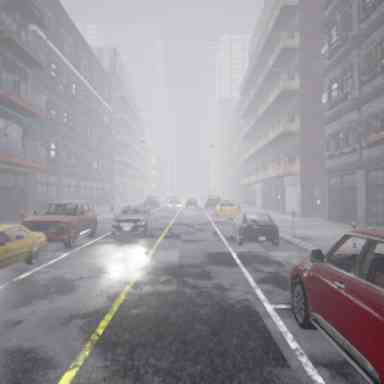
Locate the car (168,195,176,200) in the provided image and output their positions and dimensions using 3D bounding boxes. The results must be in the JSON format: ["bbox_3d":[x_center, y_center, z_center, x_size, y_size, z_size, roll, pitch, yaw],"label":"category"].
[{"bbox_3d":[-5.646,1.521,92.453,1.947,1.339,4.313,1,0,0],"label":"car"}]

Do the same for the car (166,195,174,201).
[{"bbox_3d":[-5.646,1.541,86.913,1.802,1.307,4.206,1,0,0],"label":"car"}]

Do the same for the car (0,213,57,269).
[{"bbox_3d":[-5.676,1.523,9.178,1.752,1.417,4.829,1,0,0],"label":"car"}]

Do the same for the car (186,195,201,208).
[{"bbox_3d":[0.027,1.530,47.647,2.033,1.411,5.357,0,0,1],"label":"car"}]

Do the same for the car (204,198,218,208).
[{"bbox_3d":[2.703,1.565,48.184,1.802,1.307,4.206,1,0,0],"label":"car"}]

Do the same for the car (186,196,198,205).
[{"bbox_3d":[-0.002,1.523,60.150,2.033,1.411,5.357,0,0,0],"label":"car"}]

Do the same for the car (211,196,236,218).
[{"bbox_3d":[2.999,1.446,29.511,1.801,1.575,5.366,0,0,0],"label":"car"}]

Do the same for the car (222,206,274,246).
[{"bbox_3d":[2.704,1.546,14.941,2.008,1.369,4.403,1,0,0],"label":"car"}]

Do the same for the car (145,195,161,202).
[{"bbox_3d":[-5.673,1.297,48.131,2.192,1.841,5.009,1,0,0],"label":"car"}]

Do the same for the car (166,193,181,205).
[{"bbox_3d":[-3.036,1.453,60.208,1.882,1.535,5.008,0,0,1],"label":"car"}]

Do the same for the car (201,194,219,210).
[{"bbox_3d":[2.708,1.300,42.643,2.192,1.841,5.009,1,0,0],"label":"car"}]

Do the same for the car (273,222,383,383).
[{"bbox_3d":[2.709,1.314,3.860,2.192,1.841,5.009,1,0,0],"label":"car"}]

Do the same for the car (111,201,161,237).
[{"bbox_3d":[-3.099,1.486,18.274,2.128,1.511,4.902,0,0,0],"label":"car"}]

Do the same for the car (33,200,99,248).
[{"bbox_3d":[-5.672,1.311,14.888,2.192,1.841,5.009,1,0,0],"label":"car"}]
